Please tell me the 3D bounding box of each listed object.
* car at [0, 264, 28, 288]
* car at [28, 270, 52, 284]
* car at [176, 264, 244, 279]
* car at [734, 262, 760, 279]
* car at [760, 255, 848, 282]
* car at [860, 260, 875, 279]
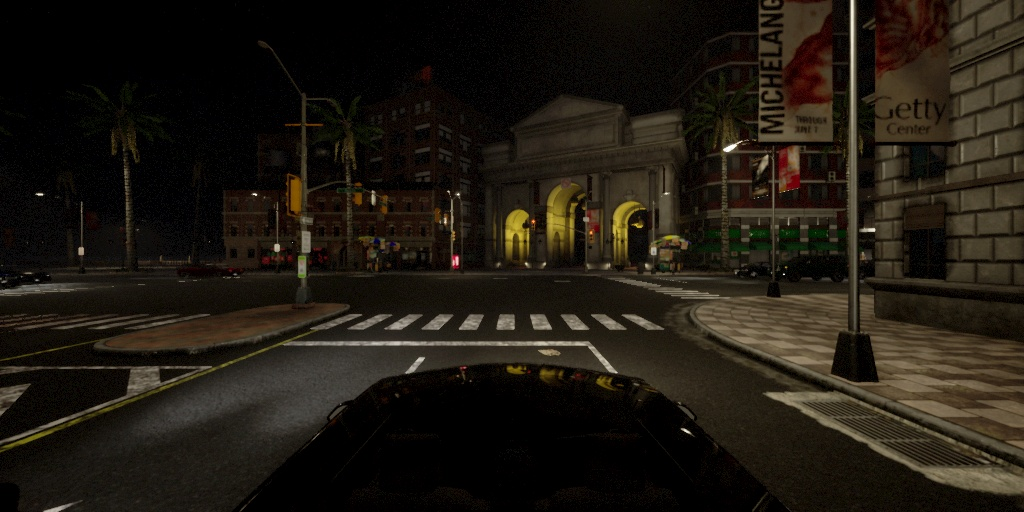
[{"bbox_3d":[-32.571,1.274,21.403,4.674,1.442,1.812,0,0,0],"label":"car"},{"bbox_3d":[-35.670,1.296,24.930,5.357,1.411,2.033,0,0,0],"label":"car"},{"bbox_3d":[-26.960,1.348,32.073,4.718,1.301,1.895,0,0,0],"label":"car"},{"bbox_3d":[22.305,1.239,31.751,4.902,1.511,2.128,0,0,0],"label":"car"},{"bbox_3d":[23.281,0.970,28.255,5.566,2.045,2.150,0,0,0],"label":"car"},{"bbox_3d":[31.281,1.100,31.588,4.553,1.767,2.097,0,0,2],"label":"car"}]
